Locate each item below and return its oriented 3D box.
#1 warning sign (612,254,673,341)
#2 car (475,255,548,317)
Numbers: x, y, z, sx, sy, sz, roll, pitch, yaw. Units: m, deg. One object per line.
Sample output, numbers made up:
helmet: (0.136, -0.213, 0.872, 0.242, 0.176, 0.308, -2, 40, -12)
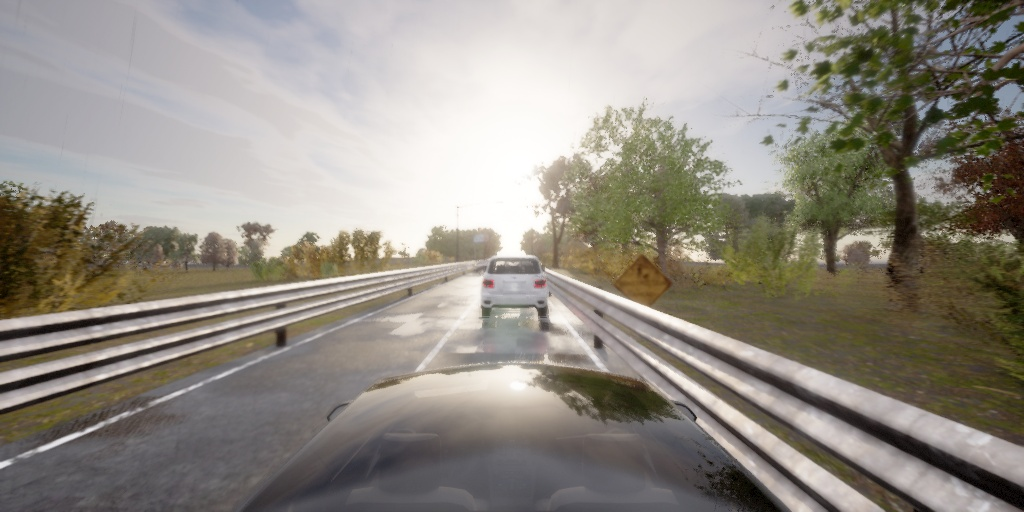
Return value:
warning sign: (2.850, 0.878, 7.762, 1.300, 1.860, 1.060, 0, 0, 0)
car: (0.082, 0.987, 13.330, 2.150, 2.045, 5.566, 0, 0, 0)
